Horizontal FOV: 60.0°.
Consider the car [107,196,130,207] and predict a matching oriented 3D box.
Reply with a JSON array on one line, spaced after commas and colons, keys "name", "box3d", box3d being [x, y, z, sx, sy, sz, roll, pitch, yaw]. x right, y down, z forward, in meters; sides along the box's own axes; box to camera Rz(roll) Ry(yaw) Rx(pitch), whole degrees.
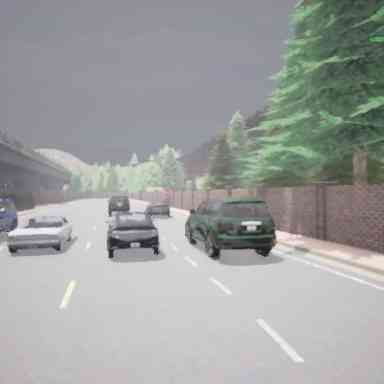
[{"name": "car", "box3d": [-7.659, 1.395, 34.961, 2.150, 2.045, 5.566, -1, 0, -14]}]

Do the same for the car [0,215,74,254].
[{"name": "car", "box3d": [-6.301, 1.704, 14.255, 1.895, 1.301, 4.718, -1, 0, -13]}]

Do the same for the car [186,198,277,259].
[{"name": "car", "box3d": [1.278, 1.245, 13.068, 2.150, 2.045, 5.566, 0, 0, -13]}]

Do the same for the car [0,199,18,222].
[{"name": "car", "box3d": [-10.529, 1.377, 16.916, 2.150, 2.045, 5.566, -1, 0, -14]}]

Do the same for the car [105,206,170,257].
[{"name": "car", "box3d": [-2.426, 1.553, 13.395, 2.128, 1.511, 4.902, -1, 0, -13]}]

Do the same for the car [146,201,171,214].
[{"name": "car", "box3d": [-3.271, 1.612, 31.745, 2.128, 1.511, 4.902, -1, 0, -14]}]
